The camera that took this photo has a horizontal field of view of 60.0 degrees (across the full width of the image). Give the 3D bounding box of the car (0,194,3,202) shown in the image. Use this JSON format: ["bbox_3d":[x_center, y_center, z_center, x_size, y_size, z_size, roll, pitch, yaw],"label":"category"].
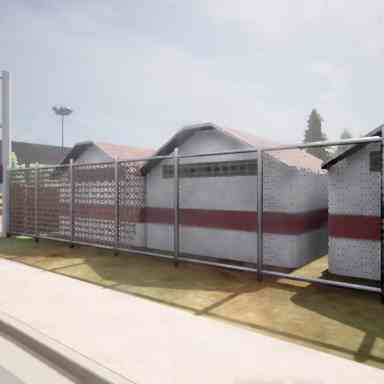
[{"bbox_3d":[-22.535,1.222,39.964,2.150,2.045,5.566,0,0,37],"label":"car"}]
